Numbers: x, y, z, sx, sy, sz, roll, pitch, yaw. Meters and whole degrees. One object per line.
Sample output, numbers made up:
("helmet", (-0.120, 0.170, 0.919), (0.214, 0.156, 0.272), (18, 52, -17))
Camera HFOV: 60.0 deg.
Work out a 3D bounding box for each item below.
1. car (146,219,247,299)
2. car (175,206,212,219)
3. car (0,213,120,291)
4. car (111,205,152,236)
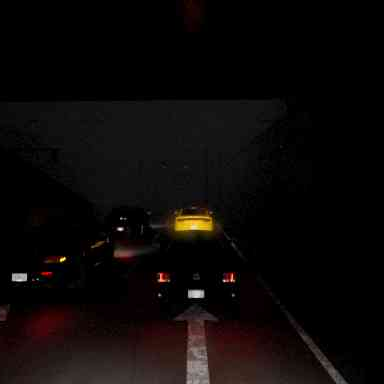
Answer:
("car", (0.086, 1.601, 8.378), (1.895, 1.301, 4.718), (0, 0, 0))
("car", (0.088, 1.478, 17.879), (1.882, 1.535, 5.008), (0, 0, 0))
("car", (-3.418, 1.526, 8.893), (1.812, 1.442, 4.674), (0, 0, 0))
("car", (-3.414, 1.506, 18.271), (1.837, 1.490, 4.892), (0, 0, 0))
